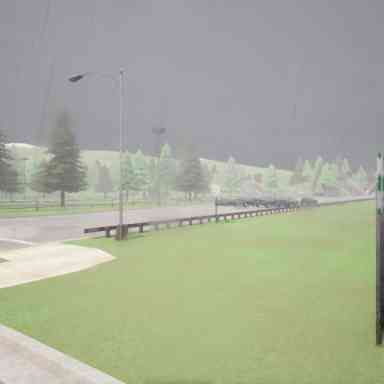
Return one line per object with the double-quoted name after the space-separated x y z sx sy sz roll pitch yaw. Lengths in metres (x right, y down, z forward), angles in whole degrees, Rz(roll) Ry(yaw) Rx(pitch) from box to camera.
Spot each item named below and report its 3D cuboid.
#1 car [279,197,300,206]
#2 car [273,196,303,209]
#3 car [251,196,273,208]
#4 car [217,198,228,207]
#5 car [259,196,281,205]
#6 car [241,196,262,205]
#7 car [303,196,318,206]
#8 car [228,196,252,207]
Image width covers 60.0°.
16.754 1.601 56.976 1.895 1.301 4.718 0 0 35 "car"
13.265 1.504 45.806 1.837 1.490 4.892 0 0 35 "car"
10.903 1.505 48.524 1.837 1.490 4.892 0 0 35 "car"
5.338 1.563 52.767 1.994 1.385 4.181 0 0 35 "car"
13.869 1.491 58.958 2.128 1.511 4.902 0 0 35 "car"
11.002 1.477 60.965 1.882 1.535 5.008 0 0 35 "car"
19.129 1.505 54.266 1.837 1.490 4.892 0 0 35 "car"
8.035 1.491 50.530 2.128 1.511 4.902 0 0 35 "car"
